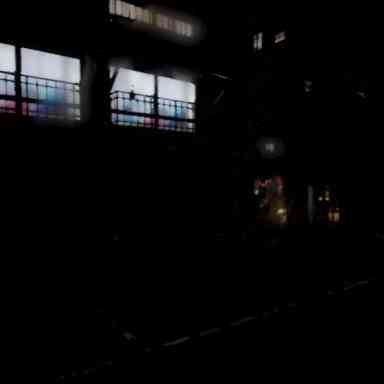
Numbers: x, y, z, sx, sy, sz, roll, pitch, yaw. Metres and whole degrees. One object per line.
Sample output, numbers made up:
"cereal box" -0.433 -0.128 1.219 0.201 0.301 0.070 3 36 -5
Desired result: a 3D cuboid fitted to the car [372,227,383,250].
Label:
"car" 8.560 1.482 12.662 4.206 1.307 1.802 0 0 -35
